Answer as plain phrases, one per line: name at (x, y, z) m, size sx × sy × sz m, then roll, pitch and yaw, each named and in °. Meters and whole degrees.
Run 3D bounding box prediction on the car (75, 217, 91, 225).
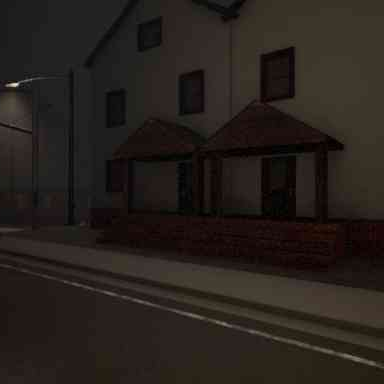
car at (-10.748, 3.516, 35.929) m, size 2.097 × 1.767 × 4.553 m, roll 0°, pitch -10°, yaw 36°
